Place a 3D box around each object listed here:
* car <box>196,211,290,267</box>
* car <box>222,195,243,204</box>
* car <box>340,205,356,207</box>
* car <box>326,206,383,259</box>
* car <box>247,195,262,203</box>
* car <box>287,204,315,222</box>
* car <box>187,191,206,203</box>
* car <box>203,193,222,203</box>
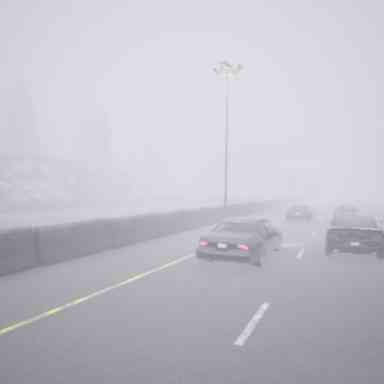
[{"bbox_3d":[1.919,1.599,11.818,2.033,1.411,5.357,1,0,25],"label":"car"},{"bbox_3d":[7.488,1.279,58.374,2.033,1.411,5.357,1,1,25],"label":"car"},{"bbox_3d":[12.206,1.688,26.055,1.994,1.385,4.181,1,1,25],"label":"car"},{"bbox_3d":[6.503,1.585,13.399,1.882,1.535,5.008,1,0,25],"label":"car"},{"bbox_3d":[10.881,1.272,57.393,1.837,1.490,4.892,1,1,25],"label":"car"},{"bbox_3d":[9.060,1.646,27.591,1.994,1.385,4.181,1,1,25],"label":"car"},{"bbox_3d":[1.011,0.872,60.999,2.150,2.045,5.566,1,1,25],"label":"car"},{"bbox_3d":[4.389,1.178,60.005,2.128,1.511,4.902,1,1,25],"label":"car"}]
